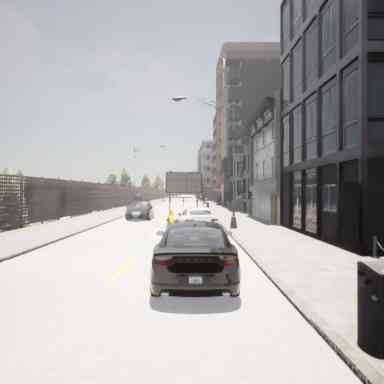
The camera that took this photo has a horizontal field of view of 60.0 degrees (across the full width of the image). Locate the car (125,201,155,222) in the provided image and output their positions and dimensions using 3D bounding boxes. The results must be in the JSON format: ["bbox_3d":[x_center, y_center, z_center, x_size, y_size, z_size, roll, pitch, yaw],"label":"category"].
[{"bbox_3d":[-4.108,1.493,26.710,2.128,1.511,4.902,0,0,0],"label":"car"}]

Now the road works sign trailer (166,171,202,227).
[{"bbox_3d":[-0.571,0.466,21.486,2.380,3.560,2.880,0,0,-16],"label":"road works sign trailer"}]

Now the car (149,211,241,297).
[{"bbox_3d":[0.064,1.478,8.621,1.882,1.535,5.008,0,0,0],"label":"car"}]

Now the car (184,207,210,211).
[{"bbox_3d":[0.270,1.543,17.975,1.812,1.442,4.674,0,-1,-7],"label":"car"}]
